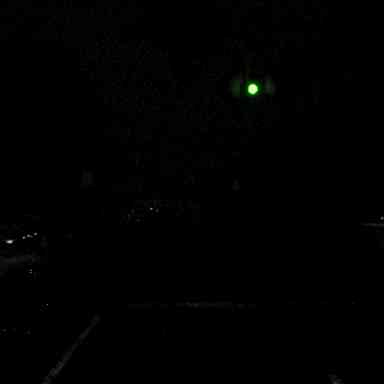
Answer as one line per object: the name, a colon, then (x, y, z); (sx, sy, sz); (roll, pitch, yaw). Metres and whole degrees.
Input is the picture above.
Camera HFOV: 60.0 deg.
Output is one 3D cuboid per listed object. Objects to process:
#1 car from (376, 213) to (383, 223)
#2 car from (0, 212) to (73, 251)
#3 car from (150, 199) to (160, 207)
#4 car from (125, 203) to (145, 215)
car: (17.020, 1.883, 26.421); (4.181, 1.385, 1.994); (0, -1, -3)
car: (-7.004, 1.699, 15.219); (1.837, 1.490, 4.892); (0, -1, 0)
car: (-7.369, 2.232, 66.310); (2.128, 1.511, 4.902); (0, 0, -2)
car: (-7.015, 2.070, 41.478); (1.994, 1.385, 4.181); (0, -1, 0)
